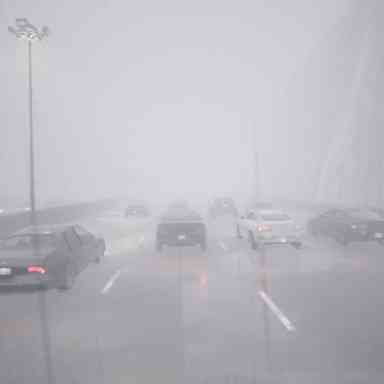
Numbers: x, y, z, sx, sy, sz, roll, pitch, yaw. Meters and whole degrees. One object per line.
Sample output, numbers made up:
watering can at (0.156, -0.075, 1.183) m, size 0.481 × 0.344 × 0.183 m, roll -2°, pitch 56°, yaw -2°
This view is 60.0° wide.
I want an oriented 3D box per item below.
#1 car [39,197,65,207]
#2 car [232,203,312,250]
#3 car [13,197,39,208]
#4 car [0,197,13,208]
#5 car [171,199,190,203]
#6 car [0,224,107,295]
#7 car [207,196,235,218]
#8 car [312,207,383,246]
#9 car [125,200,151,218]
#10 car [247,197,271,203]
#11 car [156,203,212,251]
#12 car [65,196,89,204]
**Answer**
car at (-19.605, 1.428, 47.605) m, size 1.895 × 1.301 × 4.718 m, roll -1°, pitch 1°, yaw -2°
car at (3.055, 1.413, 13.753) m, size 1.812 × 1.442 × 4.674 m, roll -1°, pitch 0°, yaw -2°
car at (-23.097, 1.418, 47.440) m, size 1.812 × 1.442 × 4.674 m, roll -1°, pitch 1°, yaw -2°
car at (-26.589, 1.463, 47.274) m, size 1.837 × 1.490 × 4.892 m, roll -1°, pitch 1°, yaw -2°
car at (-1.111, 1.333, 28.881) m, size 1.812 × 1.442 × 4.674 m, roll -1°, pitch 1°, yaw -2°
car at (-3.774, 1.591, 9.036) m, size 2.033 × 1.411 × 5.357 m, roll -1°, pitch 0°, yaw -2°
car at (2.434, 1.108, 27.696) m, size 2.097 × 1.767 × 4.553 m, roll -1°, pitch 1°, yaw -2°
car at (6.541, 1.346, 14.114) m, size 1.812 × 1.442 × 4.674 m, roll -1°, pitch 0°, yaw -2°
car at (-4.607, 1.398, 28.731) m, size 1.812 × 1.442 × 4.674 m, roll -1°, pitch 1°, yaw -2°
car at (5.882, 1.203, 29.168) m, size 1.812 × 1.442 × 4.674 m, roll -1°, pitch 1°, yaw -2°
car at (-0.458, 1.428, 14.006) m, size 1.882 × 1.535 × 5.008 m, roll -1°, pitch 0°, yaw -2°
car at (-16.111, 1.288, 47.754) m, size 1.812 × 1.442 × 4.674 m, roll -1°, pitch 1°, yaw -2°
